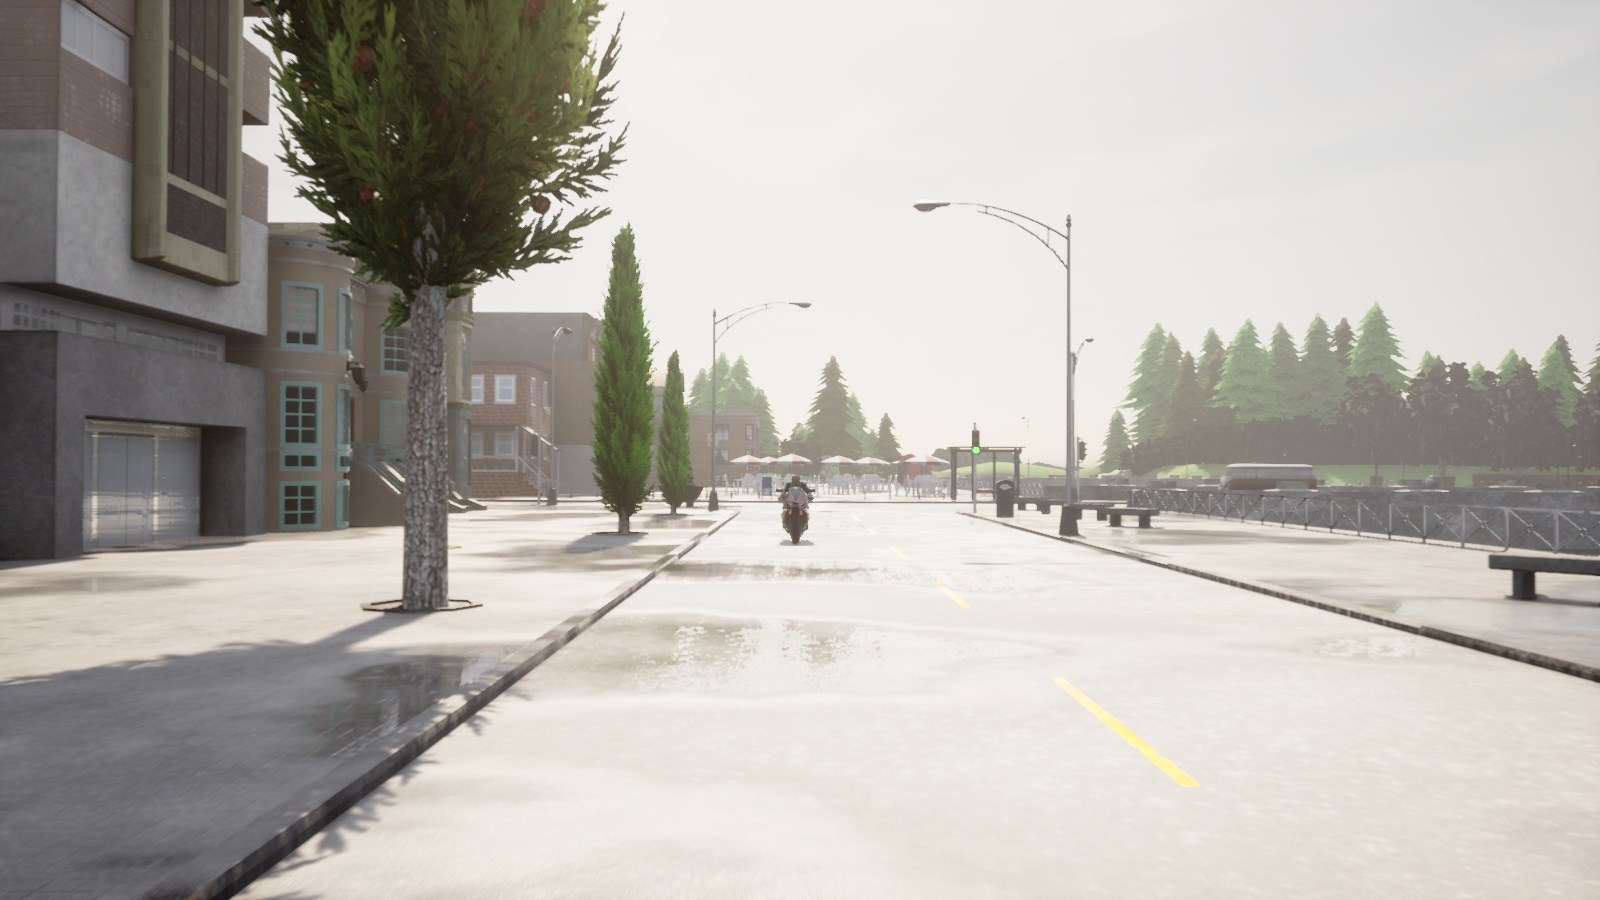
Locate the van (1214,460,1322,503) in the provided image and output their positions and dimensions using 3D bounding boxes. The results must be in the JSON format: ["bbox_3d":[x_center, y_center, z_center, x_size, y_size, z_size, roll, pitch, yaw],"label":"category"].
[{"bbox_3d":[22.052,1.473,59.307,4.442,1.987,1.775,0,-1,1],"label":"van"}]

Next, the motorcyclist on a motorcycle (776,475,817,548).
[{"bbox_3d":[-0.081,1.313,27.641,0.866,1.530,2.191,0,-1,0],"label":"motorcyclist on a motorcycle"}]
